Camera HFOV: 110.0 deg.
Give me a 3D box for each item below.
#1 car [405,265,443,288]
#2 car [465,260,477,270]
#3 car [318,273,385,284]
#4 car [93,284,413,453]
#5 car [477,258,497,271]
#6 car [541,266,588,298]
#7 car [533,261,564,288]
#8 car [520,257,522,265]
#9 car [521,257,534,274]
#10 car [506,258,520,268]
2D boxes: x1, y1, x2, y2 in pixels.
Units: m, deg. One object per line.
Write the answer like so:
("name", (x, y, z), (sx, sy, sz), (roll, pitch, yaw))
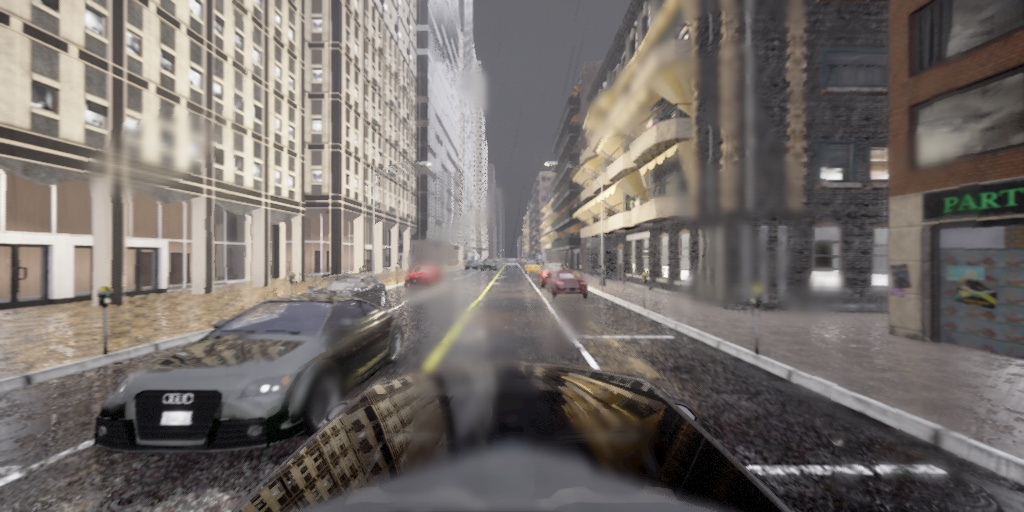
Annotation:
("car", (-5.697, 1.295, 23.632), (1.888, 1.381, 4.507), (0, 0, 0))
("car", (-5.706, 1.325, 51.874), (1.948, 1.339, 4.313), (0, 0, 0))
("car", (-5.693, 1.300, 12.335), (2.007, 1.370, 4.403), (0, 0, 0))
("car", (-3.101, 1.313, 5.308), (1.994, 1.385, 4.181), (0, 0, 0))
("car", (-3.089, 1.110, 48.076), (2.097, 1.767, 4.553), (0, 0, 0))
("car", (2.685, 1.332, 17.986), (1.802, 1.307, 4.207), (0, 0, 0))
("car", (2.683, 1.190, 23.635), (1.967, 1.591, 4.097), (0, 0, 0))
("car", (2.672, 1.317, 63.174), (2.007, 1.370, 4.403), (0, 0, 0))
("car", (2.338, 1.212, 41.481), (1.801, 1.575, 5.366), (0, 0, 0))
("car", (-0.017, 1.365, 59.298), (1.895, 1.301, 4.718), (0, 0, 0))
